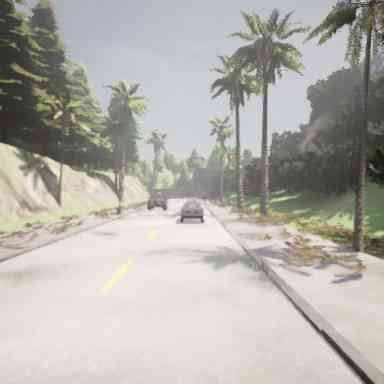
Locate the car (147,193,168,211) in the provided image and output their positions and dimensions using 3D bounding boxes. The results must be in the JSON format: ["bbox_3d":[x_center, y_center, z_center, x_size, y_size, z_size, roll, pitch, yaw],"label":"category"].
[{"bbox_3d":[-4.174,1.200,41.062,2.150,2.045,5.566,0,0,0],"label":"car"}]

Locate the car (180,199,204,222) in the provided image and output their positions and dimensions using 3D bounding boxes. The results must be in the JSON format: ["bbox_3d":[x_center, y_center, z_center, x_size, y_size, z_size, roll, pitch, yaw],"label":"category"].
[{"bbox_3d":[0.014,1.539,26.542,2.033,1.411,5.357,0,0,0],"label":"car"}]

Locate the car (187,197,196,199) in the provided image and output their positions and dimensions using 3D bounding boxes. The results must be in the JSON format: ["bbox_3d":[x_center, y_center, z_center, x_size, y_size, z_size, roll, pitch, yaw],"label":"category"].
[{"bbox_3d":[-0.052,1.581,60.776,1.895,1.301,4.718,0,0,0],"label":"car"}]
